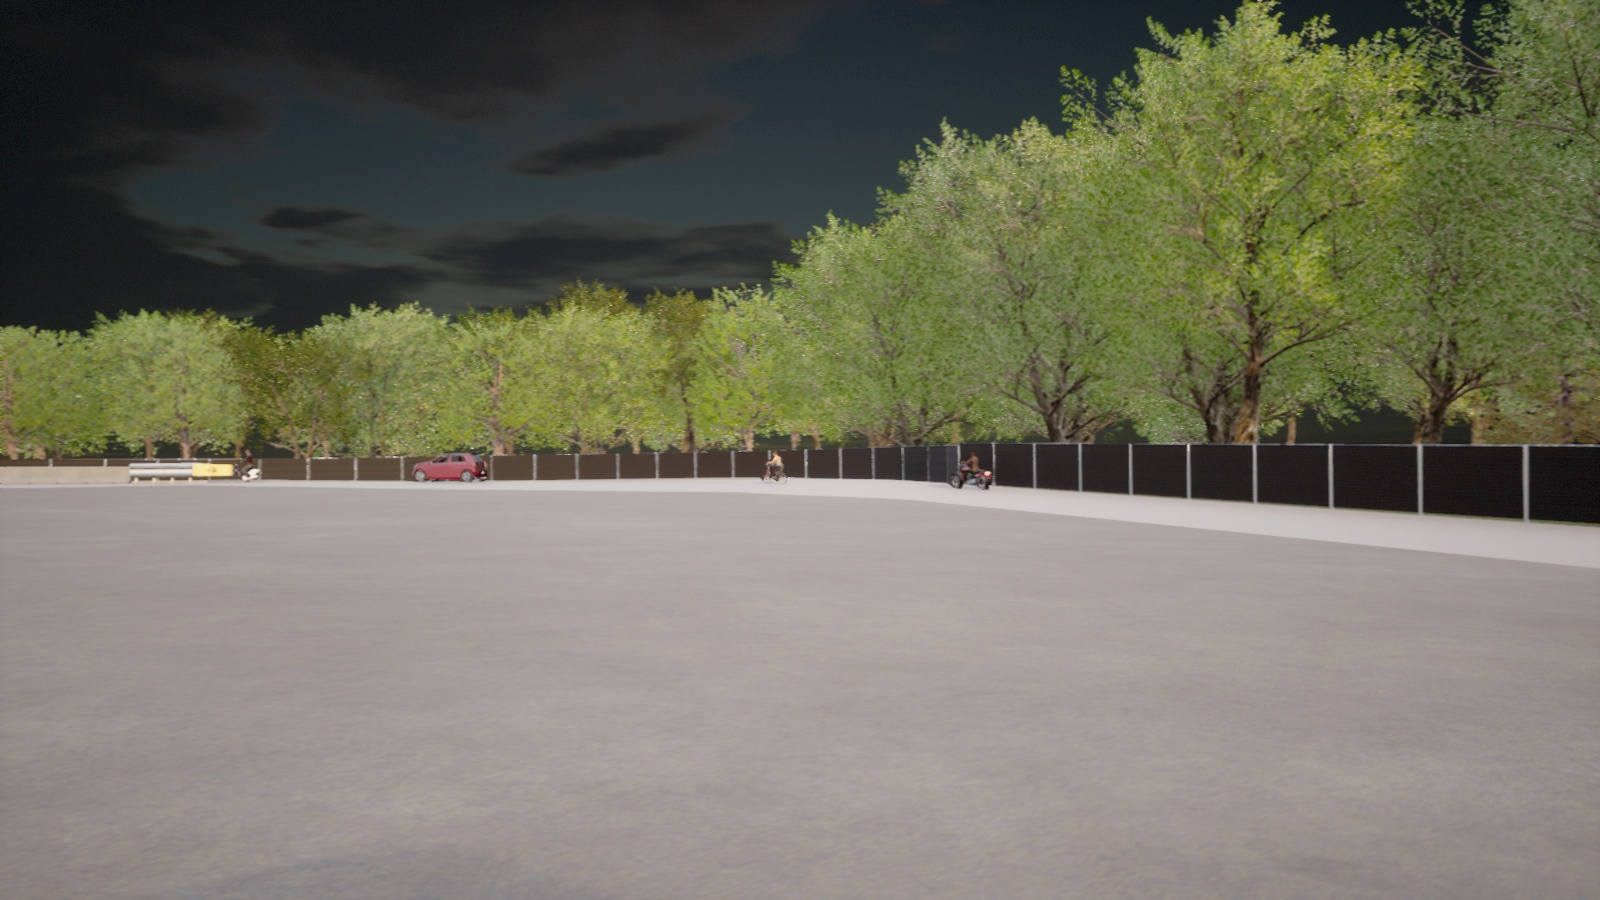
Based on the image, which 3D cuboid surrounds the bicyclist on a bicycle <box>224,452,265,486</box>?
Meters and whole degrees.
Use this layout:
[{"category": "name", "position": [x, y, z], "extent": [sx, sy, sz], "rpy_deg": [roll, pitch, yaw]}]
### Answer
[{"category": "bicyclist on a bicycle", "position": [-29.376, 1.026, 66.402], "extent": [1.843, 1.776, 0.659], "rpy_deg": [0, -1, -10]}]

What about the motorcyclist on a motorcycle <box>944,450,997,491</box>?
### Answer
[{"category": "motorcyclist on a motorcycle", "position": [7.099, 0.828, 52.387], "extent": [0.766, 1.649, 2.350], "rpy_deg": [-2, 1, -34]}]

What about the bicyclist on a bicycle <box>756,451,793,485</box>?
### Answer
[{"category": "bicyclist on a bicycle", "position": [-1.221, 0.871, 60.428], "extent": [1.509, 1.612, 0.866], "rpy_deg": [-1, 1, 37]}]

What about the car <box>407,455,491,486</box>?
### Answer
[{"category": "car", "position": [-17.746, 1.029, 63.497], "extent": [3.633, 1.501, 1.845], "rpy_deg": [0, -1, 10]}]
